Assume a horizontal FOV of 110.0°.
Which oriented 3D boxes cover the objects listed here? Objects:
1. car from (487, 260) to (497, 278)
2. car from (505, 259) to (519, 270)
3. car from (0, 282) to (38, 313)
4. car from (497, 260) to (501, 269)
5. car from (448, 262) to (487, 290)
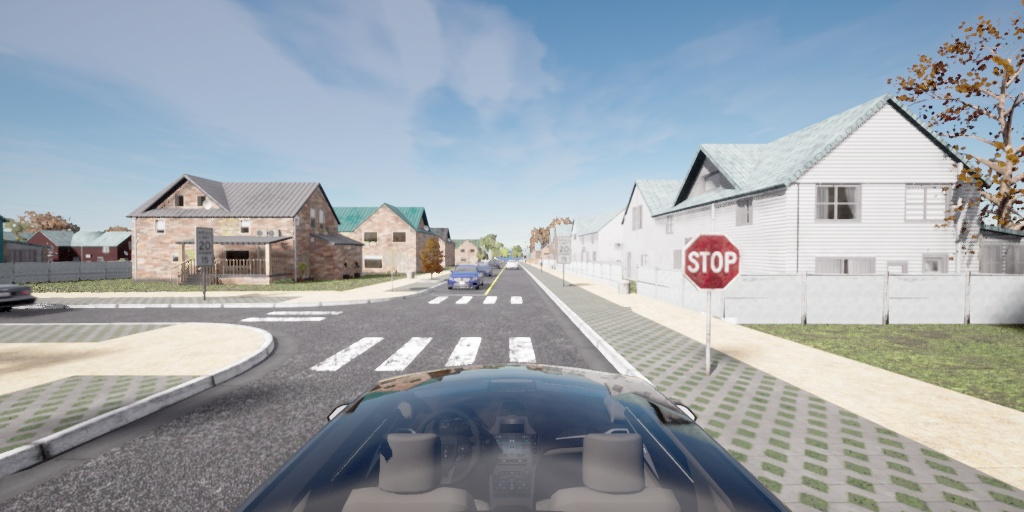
[{"bbox_3d":[-2.825,1.308,34.759,2.033,1.411,5.357,0,0,0],"label":"car"},{"bbox_3d":[0.036,1.335,53.906,1.812,1.442,4.674,0,0,0],"label":"car"},{"bbox_3d":[-19.548,1.349,11.982,5.357,1.411,2.033,0,1,-1],"label":"car"},{"bbox_3d":[-2.734,1.324,56.117,1.837,1.490,4.892,0,-1,0],"label":"car"},{"bbox_3d":[-2.833,1.276,22.638,1.812,1.442,4.674,0,0,0],"label":"car"}]
